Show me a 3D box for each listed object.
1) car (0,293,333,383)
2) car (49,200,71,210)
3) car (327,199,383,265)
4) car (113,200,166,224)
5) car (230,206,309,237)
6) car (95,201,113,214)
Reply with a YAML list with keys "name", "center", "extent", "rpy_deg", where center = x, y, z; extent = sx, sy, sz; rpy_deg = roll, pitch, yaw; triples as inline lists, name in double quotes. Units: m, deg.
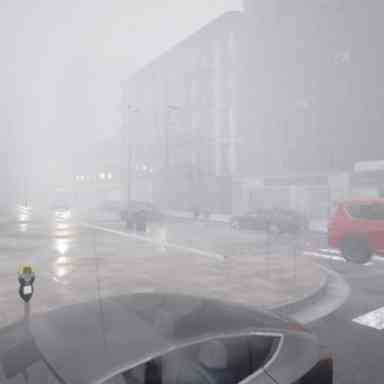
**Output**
- name: "car"
  center: [-0.797, 1.567, 2.243]
  extent: [4.313, 1.339, 1.947]
  rpy_deg: [0, 0, -35]
- name: "car"
  center: [-17.800, 1.761, 44.766]
  extent: [1.895, 1.301, 4.718]
  rpy_deg: [0, 0, -35]
- name: "car"
  center: [6.832, 1.260, 9.813]
  extent: [2.150, 2.045, 5.566]
  rpy_deg: [0, 0, -35]
- name: "car"
  center: [-3.815, 1.440, 24.858]
  extent: [2.097, 1.767, 4.553]
  rpy_deg: [0, 0, -35]
- name: "car"
  center: [4.159, 1.568, 18.699]
  extent: [1.837, 1.490, 4.892]
  rpy_deg: [0, 0, -35]
- name: "car"
  center: [-9.368, 1.675, 37.818]
  extent: [2.033, 1.411, 5.357]
  rpy_deg: [0, 0, -35]
